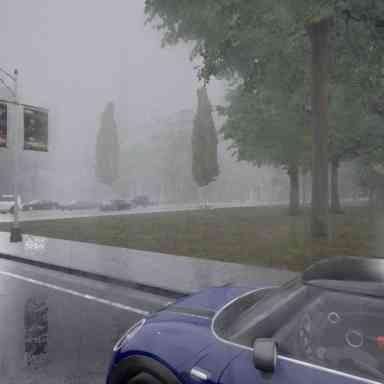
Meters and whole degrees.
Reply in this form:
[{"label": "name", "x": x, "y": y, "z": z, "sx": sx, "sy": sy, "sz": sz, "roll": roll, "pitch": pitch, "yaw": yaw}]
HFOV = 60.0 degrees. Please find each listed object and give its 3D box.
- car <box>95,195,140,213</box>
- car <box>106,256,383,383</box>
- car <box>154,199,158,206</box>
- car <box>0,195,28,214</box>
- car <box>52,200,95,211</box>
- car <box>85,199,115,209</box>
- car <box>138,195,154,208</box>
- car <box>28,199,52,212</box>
[{"label": "car", "x": -9.116, "y": 1.575, "z": 40.976, "sx": 2.097, "sy": 1.767, "sz": 4.553, "roll": 0, "pitch": 0, "yaw": 35}, {"label": "car", "x": 1.394, "y": 1.352, "z": 2.694, "sx": 4.553, "sy": 1.767, "sz": 2.097, "roll": 0, "pitch": 0, "yaw": 36}, {"label": "car", "x": -8.150, "y": 1.834, "z": 59.652, "sx": 2.128, "sy": 1.511, "sz": 4.902, "roll": 0, "pitch": 0, "yaw": 36}, {"label": "car", "x": -21.085, "y": 1.398, "z": 35.563, "sx": 2.150, "sy": 2.045, "sz": 5.566, "roll": 0, "pitch": 0, "yaw": 34}, {"label": "car", "x": -15.121, "y": 1.777, "z": 44.079, "sx": 2.033, "sy": 1.411, "sz": 5.357, "roll": 0, "pitch": 0, "yaw": 35}, {"label": "car", "x": -14.096, "y": 1.835, "z": 51.209, "sx": 1.994, "sy": 1.385, "sz": 4.181, "roll": 0, "pitch": 0, "yaw": 35}, {"label": "car", "x": -9.132, "y": 1.513, "z": 52.631, "sx": 2.150, "sy": 2.045, "sz": 5.566, "roll": 0, "pitch": 0, "yaw": 36}, {"label": "car", "x": -19.779, "y": 1.694, "z": 43.090, "sx": 1.882, "sy": 1.535, "sz": 5.008, "roll": 0, "pitch": 0, "yaw": 35}]
